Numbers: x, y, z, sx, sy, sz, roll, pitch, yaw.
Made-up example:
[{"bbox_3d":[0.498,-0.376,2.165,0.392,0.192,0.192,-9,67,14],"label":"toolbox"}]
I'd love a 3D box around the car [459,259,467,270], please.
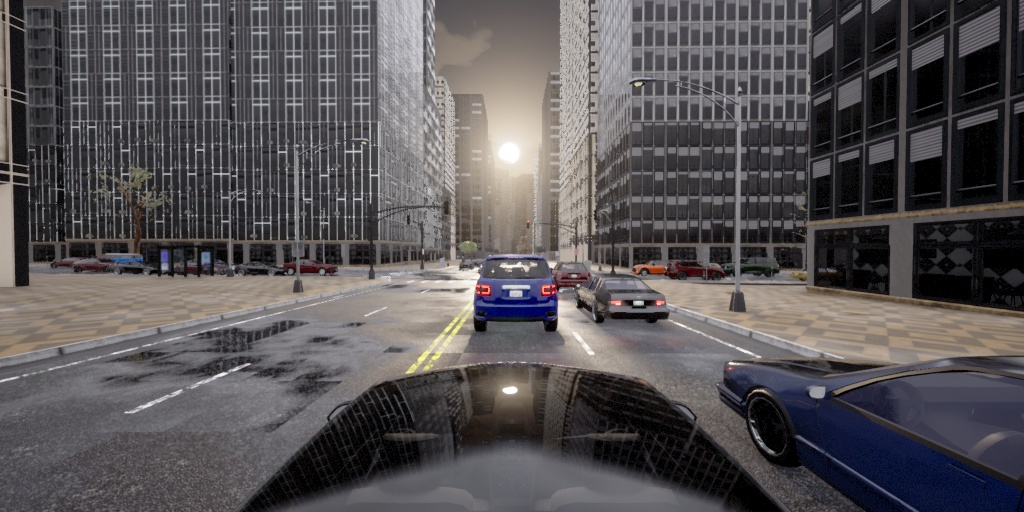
[{"bbox_3d":[-6.602,1.220,52.481,1.837,1.490,4.892,0,0,-1],"label":"car"}]

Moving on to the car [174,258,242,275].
[{"bbox_3d":[-29.977,0.989,35.460,4.902,1.511,2.128,1,1,1],"label":"car"}]

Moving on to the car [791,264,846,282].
[{"bbox_3d":[27.641,1.578,31.878,4.829,1.417,1.751,0,0,1],"label":"car"}]

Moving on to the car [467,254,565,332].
[{"bbox_3d":[0.097,0.967,11.014,2.150,2.045,5.566,0,0,0],"label":"car"}]

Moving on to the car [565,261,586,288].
[{"bbox_3d":[3.349,1.092,21.424,2.097,1.767,4.553,0,0,0],"label":"car"}]

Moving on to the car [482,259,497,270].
[{"bbox_3d":[-3.336,1.191,53.372,1.882,1.535,5.008,0,0,0],"label":"car"}]

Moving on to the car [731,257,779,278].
[{"bbox_3d":[24.888,1.158,37.700,5.566,2.045,2.150,1,1,1],"label":"car"}]

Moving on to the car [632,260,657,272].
[{"bbox_3d":[15.036,1.202,37.849,4.553,1.767,2.097,0,1,0],"label":"car"}]

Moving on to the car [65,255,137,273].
[{"bbox_3d":[-40.875,0.924,35.691,4.674,1.442,1.812,1,1,2],"label":"car"}]

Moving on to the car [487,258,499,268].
[{"bbox_3d":[-3.319,1.180,62.985,1.882,1.535,5.008,0,0,0],"label":"car"}]

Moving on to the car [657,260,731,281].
[{"bbox_3d":[16.193,1.268,32.075,5.009,1.841,2.192,0,0,1],"label":"car"}]

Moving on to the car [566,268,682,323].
[{"bbox_3d":[3.350,1.293,12.017,2.033,1.411,5.357,0,0,0],"label":"car"}]

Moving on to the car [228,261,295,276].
[{"bbox_3d":[-22.732,1.173,32.604,4.313,1.339,1.948,0,0,1],"label":"car"}]

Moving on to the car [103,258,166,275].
[{"bbox_3d":[-34.097,1.068,32.911,4.313,1.339,1.948,0,0,1],"label":"car"}]

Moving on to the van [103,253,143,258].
[{"bbox_3d":[-45.288,0.604,41.571,3.998,1.789,1.690,0,0,1],"label":"van"}]

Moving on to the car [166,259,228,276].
[{"bbox_3d":[-28.416,1.137,32.737,4.207,1.307,1.802,0,0,1],"label":"car"}]

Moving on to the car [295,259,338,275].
[{"bbox_3d":[-19.766,1.068,35.252,5.008,1.535,1.882,1,1,0],"label":"car"}]

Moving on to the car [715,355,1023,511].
[{"bbox_3d":[3.350,1.297,1.837,2.033,1.411,5.357,0,0,1],"label":"car"}]
